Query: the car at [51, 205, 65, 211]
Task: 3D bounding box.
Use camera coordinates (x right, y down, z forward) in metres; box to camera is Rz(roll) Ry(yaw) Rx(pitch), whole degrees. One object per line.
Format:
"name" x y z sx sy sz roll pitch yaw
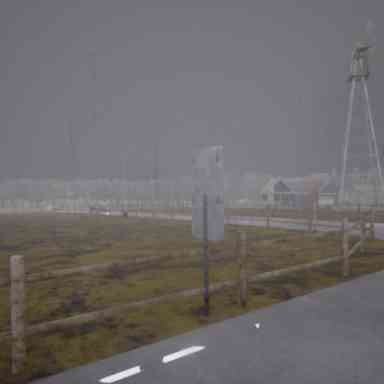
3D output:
"car" -32.964 4.004 82.565 1.812 1.442 4.674 -1 -3 -36

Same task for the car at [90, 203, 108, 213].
"car" -14.898 2.525 52.722 1.837 1.490 4.892 -1 -2 -36
